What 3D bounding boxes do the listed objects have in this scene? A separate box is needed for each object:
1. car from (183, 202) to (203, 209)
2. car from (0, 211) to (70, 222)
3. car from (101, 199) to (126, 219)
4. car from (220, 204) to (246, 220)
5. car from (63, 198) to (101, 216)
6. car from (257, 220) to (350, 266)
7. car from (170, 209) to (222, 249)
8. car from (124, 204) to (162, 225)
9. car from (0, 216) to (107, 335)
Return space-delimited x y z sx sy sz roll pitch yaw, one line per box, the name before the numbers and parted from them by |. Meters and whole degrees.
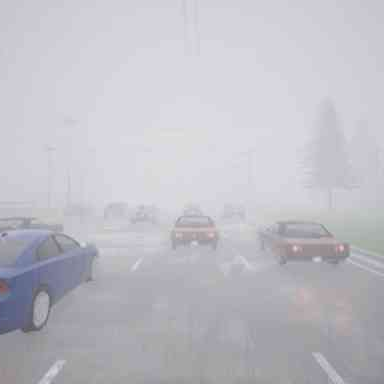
car | 0.081 1.671 31.303 1.812 1.442 4.674 0 -1 1
car | -6.899 1.663 13.493 1.895 1.301 4.718 0 0 0
car | -6.912 1.644 31.040 1.837 1.490 4.892 0 -2 0
car | 3.594 1.739 30.010 1.895 1.301 4.718 0 0 0
car | -10.413 1.632 31.023 2.128 1.511 4.902 0 -1 0
car | 3.601 1.655 11.771 1.895 1.301 4.718 0 0 0
car | 0.102 1.670 14.843 1.895 1.301 4.718 0 0 0
car | -3.398 1.663 25.051 2.033 1.411 5.357 0 0 0
car | -3.399 1.510 6.884 1.882 1.535 5.008 0 0 0
